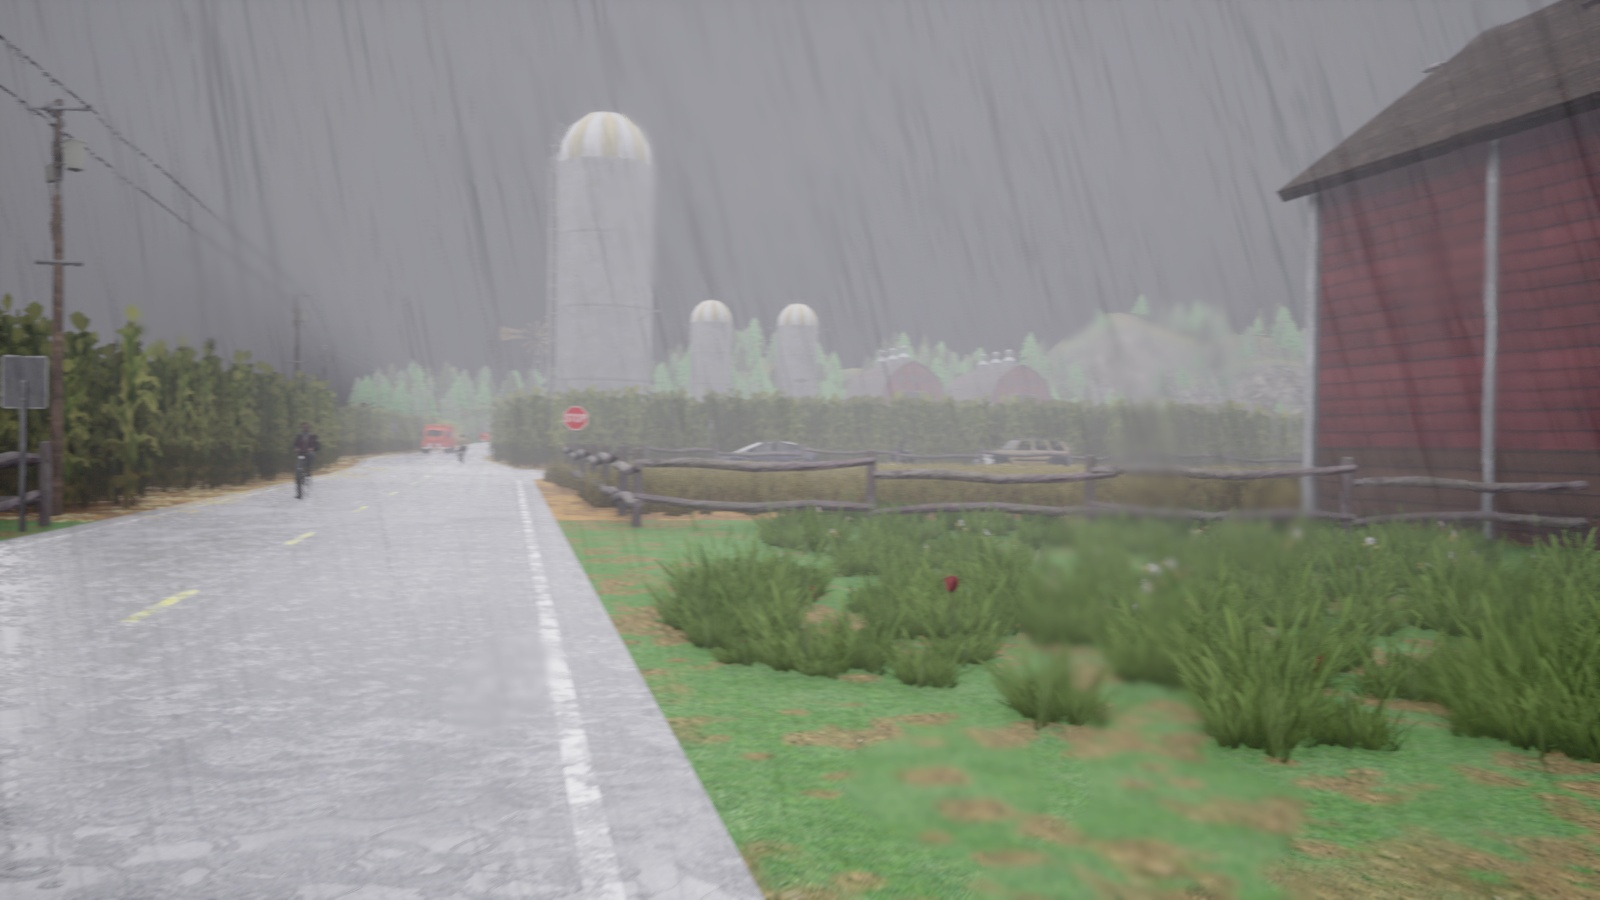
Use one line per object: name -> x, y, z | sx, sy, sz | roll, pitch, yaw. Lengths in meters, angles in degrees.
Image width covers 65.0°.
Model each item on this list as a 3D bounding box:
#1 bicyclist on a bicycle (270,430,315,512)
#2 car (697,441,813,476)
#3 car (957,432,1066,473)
bicyclist on a bicycle -> -11.302, 0.454, 28.008 | 0.659, 1.776, 1.843 | 0, 0, -13
car -> -2.016, 0.362, 55.677 | 4.792, 1.488, 2.163 | 0, 0, -14
car -> 9.851, 0.118, 58.553 | 4.605, 1.855, 1.932 | 0, 0, -14
